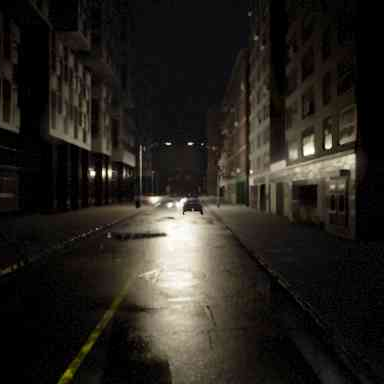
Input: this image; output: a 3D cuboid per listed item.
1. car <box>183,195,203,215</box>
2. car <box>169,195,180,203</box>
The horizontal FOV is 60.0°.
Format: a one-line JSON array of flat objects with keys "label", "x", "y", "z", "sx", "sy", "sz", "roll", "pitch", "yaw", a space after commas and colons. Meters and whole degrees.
[{"label": "car", "x": 0.085, "y": 1.312, "z": 31.377, "sx": 1.812, "sy": 1.442, "sz": 4.674, "roll": 0, "pitch": 1, "yaw": 0}, {"label": "car", "x": -3.021, "y": 1.212, "z": 58.014, "sx": 1.895, "sy": 1.301, "sz": 4.718, "roll": 0, "pitch": 0, "yaw": 1}]
